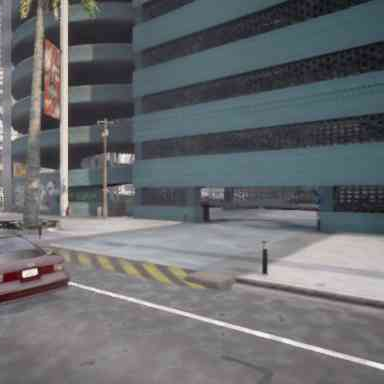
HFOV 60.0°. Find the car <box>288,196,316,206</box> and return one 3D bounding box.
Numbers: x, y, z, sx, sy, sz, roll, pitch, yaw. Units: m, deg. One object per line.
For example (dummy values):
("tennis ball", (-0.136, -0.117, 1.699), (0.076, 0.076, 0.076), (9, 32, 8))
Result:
("car", (16.772, 1.293, 50.033), (4.674, 1.452, 2.002), (0, 0, 36))

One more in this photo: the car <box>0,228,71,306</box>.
("car", (-5.026, 1.534, 7.578), (5.357, 1.411, 2.033), (0, 0, 36))

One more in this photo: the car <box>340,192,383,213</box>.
("car", (11.898, 1.023, 21.566), (5.566, 2.045, 2.435), (0, 0, 36))
